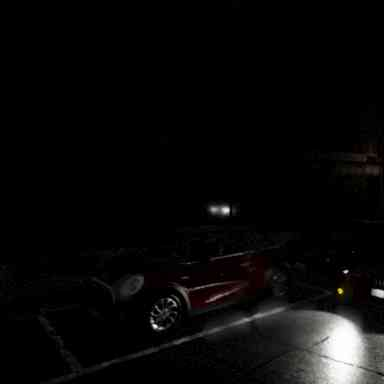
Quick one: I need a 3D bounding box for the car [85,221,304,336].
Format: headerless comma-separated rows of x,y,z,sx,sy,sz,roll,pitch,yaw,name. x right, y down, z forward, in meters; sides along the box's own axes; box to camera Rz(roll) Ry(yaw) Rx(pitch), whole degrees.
0.041,1.415,6.568,4.097,1.590,1.967,0,0,-35,car

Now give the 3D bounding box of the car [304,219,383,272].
4.548,1.503,9.774,4.313,1.339,1.947,0,0,-35,car

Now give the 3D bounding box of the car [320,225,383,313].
4.775,1.512,6.745,4.181,1.385,1.994,0,0,-36,car
